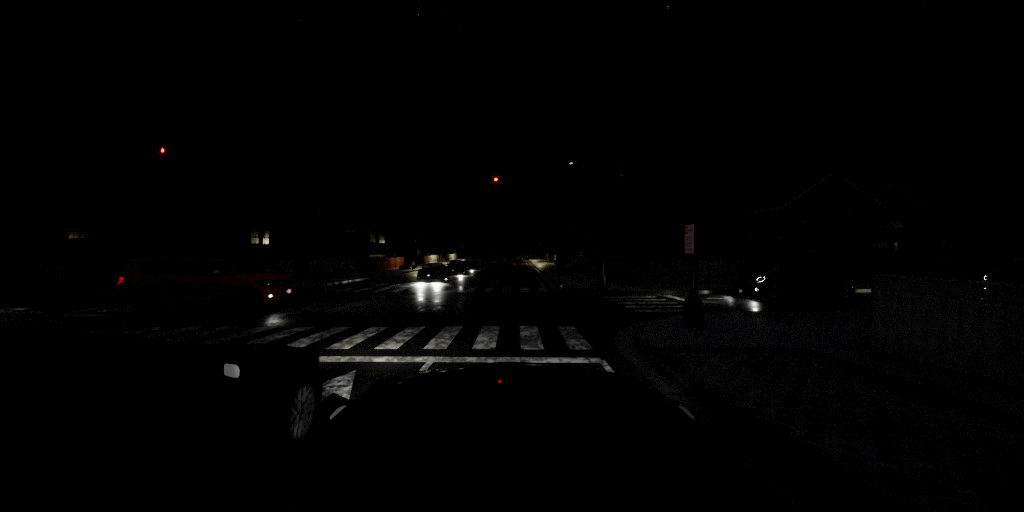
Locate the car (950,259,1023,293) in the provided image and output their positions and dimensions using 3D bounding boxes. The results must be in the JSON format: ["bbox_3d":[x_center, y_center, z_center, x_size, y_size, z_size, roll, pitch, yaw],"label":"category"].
[{"bbox_3d":[22.720,0.914,16.451,4.553,1.767,2.097,0,0,0],"label":"car"}]

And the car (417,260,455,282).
[{"bbox_3d":[-6.137,1.251,28.484,1.994,1.385,4.181,0,0,1],"label":"car"}]

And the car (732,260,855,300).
[{"bbox_3d":[12.647,0.994,16.349,4.553,1.767,2.097,0,0,-1],"label":"car"}]

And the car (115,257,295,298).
[{"bbox_3d":[-11.746,1.055,14.054,5.566,2.045,2.150,0,0,-9],"label":"car"}]

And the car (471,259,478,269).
[{"bbox_3d":[-5.767,1.061,49.419,2.033,1.411,5.357,0,1,2],"label":"car"}]

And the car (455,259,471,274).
[{"bbox_3d":[-5.964,1.166,38.776,1.812,1.442,4.674,0,0,1],"label":"car"}]

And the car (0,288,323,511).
[{"bbox_3d":[-3.153,1.228,2.192,1.882,1.535,5.008,0,0,1],"label":"car"}]
